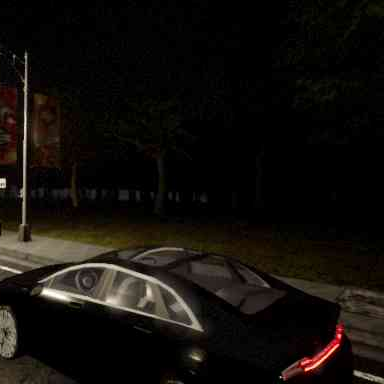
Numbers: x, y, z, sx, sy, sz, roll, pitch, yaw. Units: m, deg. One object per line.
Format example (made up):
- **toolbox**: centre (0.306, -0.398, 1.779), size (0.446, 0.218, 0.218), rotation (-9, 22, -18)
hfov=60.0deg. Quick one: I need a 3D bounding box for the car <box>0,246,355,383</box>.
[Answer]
- **car**: centre (-0.686, 1.454, 4.174), size (4.902, 1.511, 2.128), rotation (1, 1, 35)
